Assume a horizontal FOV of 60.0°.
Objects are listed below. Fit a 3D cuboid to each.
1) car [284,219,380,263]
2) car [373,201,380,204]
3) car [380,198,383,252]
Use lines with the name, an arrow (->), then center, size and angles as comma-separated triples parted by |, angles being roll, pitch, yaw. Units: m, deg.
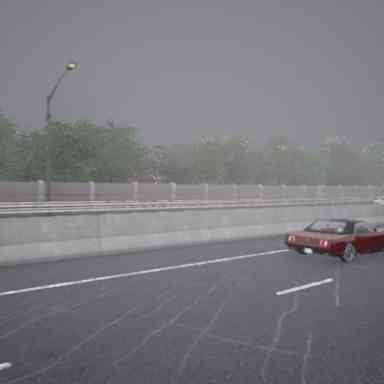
car -> 5.581, 1.610, 11.976 | 4.718, 1.301, 1.895 | 0, 0, -34
car -> 28.655, 1.536, 48.749 | 4.718, 1.301, 1.895 | -1, 0, -33
car -> 7.823, 1.235, 9.270 | 5.566, 2.045, 2.150 | 0, 0, -35
